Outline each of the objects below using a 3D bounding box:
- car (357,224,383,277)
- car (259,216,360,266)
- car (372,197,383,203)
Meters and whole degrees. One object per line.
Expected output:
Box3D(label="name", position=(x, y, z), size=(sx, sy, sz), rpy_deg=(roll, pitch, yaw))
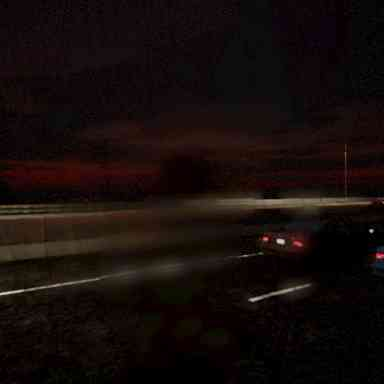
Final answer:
Box3D(label="car", position=(6.765, 1.541, 8.641), size=(5.357, 1.411, 2.033), rpy_deg=(0, 0, -35))
Box3D(label="car", position=(4.736, 1.541, 11.493), size=(5.357, 1.411, 2.033), rpy_deg=(0, 0, -35))
Box3D(label="car", position=(29.110, 1.508, 50.496), size=(4.181, 1.385, 1.994), rpy_deg=(0, 0, -35))
